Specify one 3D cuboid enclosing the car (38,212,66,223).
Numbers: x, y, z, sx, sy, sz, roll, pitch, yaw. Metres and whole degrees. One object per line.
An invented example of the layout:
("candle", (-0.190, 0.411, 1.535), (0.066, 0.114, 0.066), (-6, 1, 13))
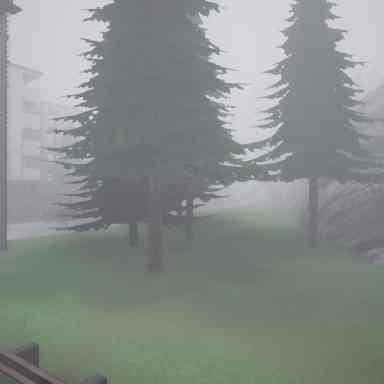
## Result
("car", (-10.186, 1.774, 27.372), (1.895, 1.301, 4.718), (0, 0, 23))
